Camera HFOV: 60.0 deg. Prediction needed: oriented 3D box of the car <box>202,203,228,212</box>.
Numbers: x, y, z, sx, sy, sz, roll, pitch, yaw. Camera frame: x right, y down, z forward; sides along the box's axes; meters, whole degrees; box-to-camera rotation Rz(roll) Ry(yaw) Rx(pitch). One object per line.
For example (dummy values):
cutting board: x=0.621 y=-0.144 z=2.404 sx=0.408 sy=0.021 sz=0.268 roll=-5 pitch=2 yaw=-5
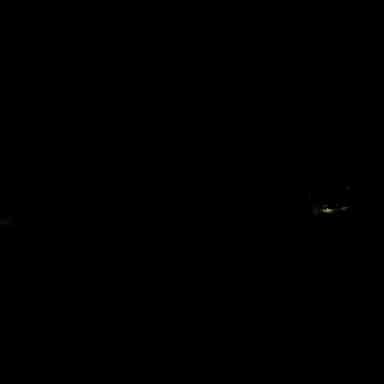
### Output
car: x=4.017 y=2.619 z=57.069 sx=2.128 sy=1.511 sz=4.902 roll=2 pitch=-1 yaw=35

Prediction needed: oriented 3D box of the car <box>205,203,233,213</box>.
car: x=4.539 y=2.643 z=53.040 sx=2.033 sy=1.411 sz=5.357 roll=2 pitch=-1 yaw=35
